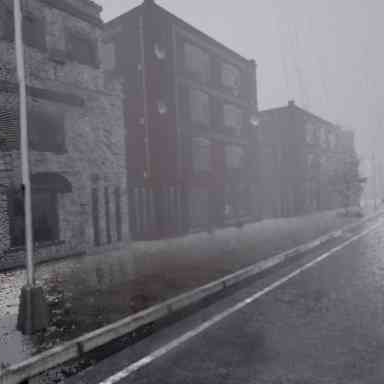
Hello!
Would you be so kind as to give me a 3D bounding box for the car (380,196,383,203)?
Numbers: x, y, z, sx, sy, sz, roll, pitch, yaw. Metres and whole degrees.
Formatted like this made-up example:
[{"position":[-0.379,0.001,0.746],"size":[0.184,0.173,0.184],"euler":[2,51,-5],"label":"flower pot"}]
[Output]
[{"position":[41.733,1.600,70.843],"size":[1.837,1.490,4.892],"euler":[-3,-3,8],"label":"car"}]
